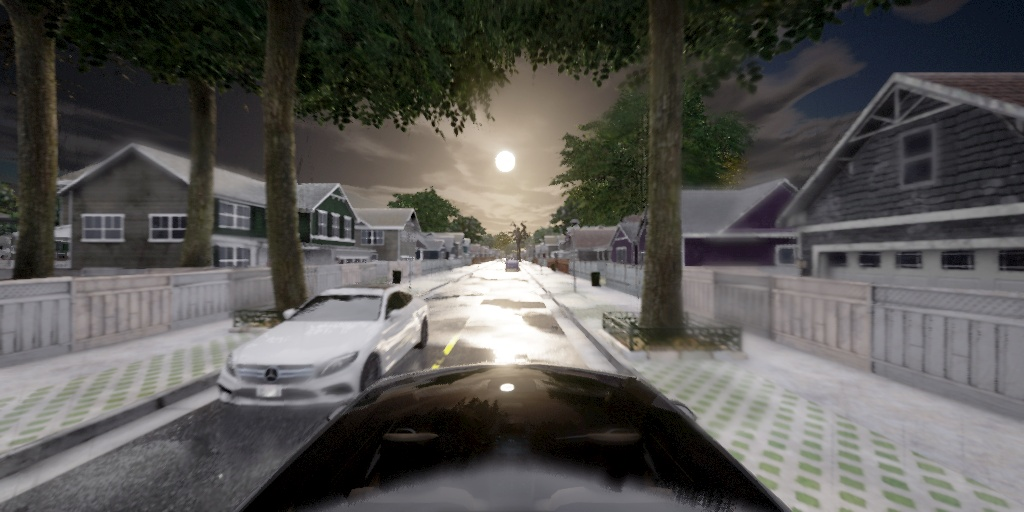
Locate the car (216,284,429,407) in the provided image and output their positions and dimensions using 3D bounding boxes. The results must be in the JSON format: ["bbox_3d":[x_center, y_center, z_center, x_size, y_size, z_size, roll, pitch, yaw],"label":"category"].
[{"bbox_3d":[-2.787,1.279,6.482,1.812,1.442,4.674,0,1,1],"label":"car"}]

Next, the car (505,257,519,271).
[{"bbox_3d":[0.005,1.266,50.896,1.882,1.535,5.008,0,0,0],"label":"car"}]
